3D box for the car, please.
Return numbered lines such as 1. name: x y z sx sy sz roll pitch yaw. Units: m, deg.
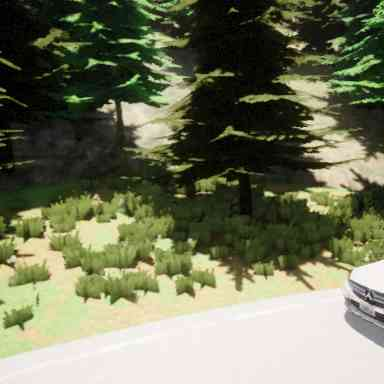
1. car: 4.774 1.380 5.353 4.674 1.442 1.812 -1 2 -14
